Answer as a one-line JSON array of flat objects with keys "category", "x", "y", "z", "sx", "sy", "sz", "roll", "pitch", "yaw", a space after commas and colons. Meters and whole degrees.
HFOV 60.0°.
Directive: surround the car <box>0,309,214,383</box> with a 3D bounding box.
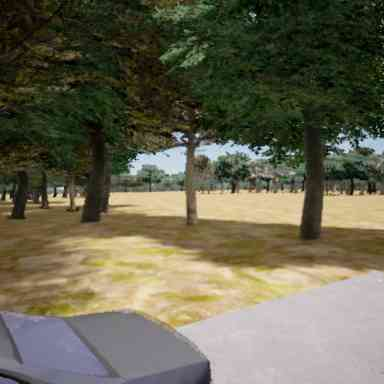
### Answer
[{"category": "car", "x": -2.263, "y": 1.557, "z": 1.726, "sx": 5.357, "sy": 1.411, "sz": 2.033, "roll": 0, "pitch": 0, "yaw": -36}]
